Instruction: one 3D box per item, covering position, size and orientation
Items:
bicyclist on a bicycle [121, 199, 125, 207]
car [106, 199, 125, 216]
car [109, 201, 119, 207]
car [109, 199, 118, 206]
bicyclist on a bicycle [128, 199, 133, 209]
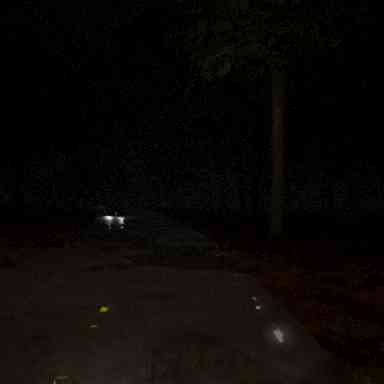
[{"bbox_3d":[-12.765,2.139,61.661,0.866,1.612,1.509,-2,0,-19],"label":"bicyclist on a bicycle"},{"bbox_3d":[-8.285,1.773,35.775,2.033,1.411,5.357,0,-1,-16],"label":"car"},{"bbox_3d":[-16.597,2.510,70.530,1.994,1.385,4.181,0,-1,-15],"label":"car"},{"bbox_3d":[-18.875,2.529,80.038,1.837,1.490,4.892,0,-1,-9],"label":"car"},{"bbox_3d":[-9.780,1.899,53.166,0.866,1.612,1.509,1,-2,-19],"label":"bicyclist on a bicycle"}]
